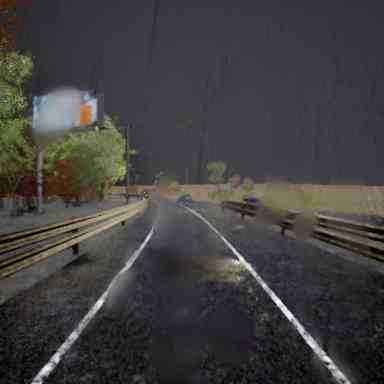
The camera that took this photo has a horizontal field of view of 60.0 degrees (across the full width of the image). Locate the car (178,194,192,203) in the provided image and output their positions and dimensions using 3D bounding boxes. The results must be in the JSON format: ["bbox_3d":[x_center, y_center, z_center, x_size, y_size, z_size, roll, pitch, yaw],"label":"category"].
[{"bbox_3d":[-1.456,1.306,69.777,2.097,1.767,4.553,0,0,-17],"label":"car"}]

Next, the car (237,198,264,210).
[{"bbox_3d":[7.176,1.425,41.030,1.812,1.442,4.674,0,0,-17],"label":"car"}]
